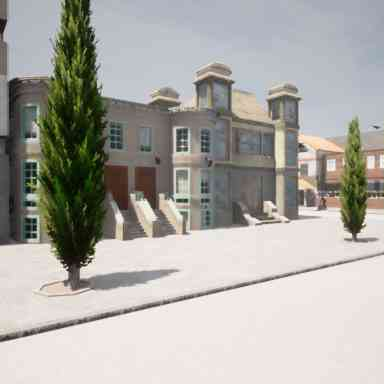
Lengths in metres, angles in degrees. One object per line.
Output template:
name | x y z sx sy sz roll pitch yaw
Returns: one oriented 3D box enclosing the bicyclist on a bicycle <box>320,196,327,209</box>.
bicyclist on a bicycle | 16.051 1.349 40.717 1.656 1.620 0.582 0 0 -35
